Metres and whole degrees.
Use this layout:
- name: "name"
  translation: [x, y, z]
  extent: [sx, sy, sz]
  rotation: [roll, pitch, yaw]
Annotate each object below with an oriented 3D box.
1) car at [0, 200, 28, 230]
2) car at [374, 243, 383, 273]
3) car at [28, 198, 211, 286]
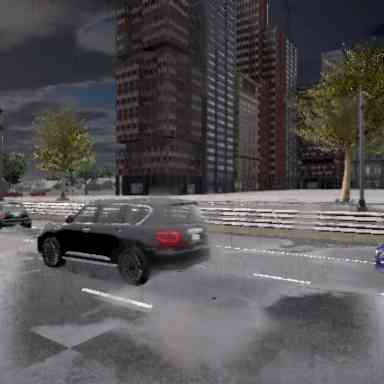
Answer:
- name: "car"
  translation: [-12.030, 1.395, 20.715]
  extent: [4.553, 1.767, 2.097]
  rotation: [0, 0, 35]
- name: "car"
  translation: [6.876, 1.526, 7.678]
  extent: [4.674, 1.442, 1.812]
  rotation: [0, 0, 35]
- name: "car"
  translation: [-2.106, 1.206, 9.621]
  extent: [5.566, 2.045, 2.150]
  rotation: [0, 0, 35]
